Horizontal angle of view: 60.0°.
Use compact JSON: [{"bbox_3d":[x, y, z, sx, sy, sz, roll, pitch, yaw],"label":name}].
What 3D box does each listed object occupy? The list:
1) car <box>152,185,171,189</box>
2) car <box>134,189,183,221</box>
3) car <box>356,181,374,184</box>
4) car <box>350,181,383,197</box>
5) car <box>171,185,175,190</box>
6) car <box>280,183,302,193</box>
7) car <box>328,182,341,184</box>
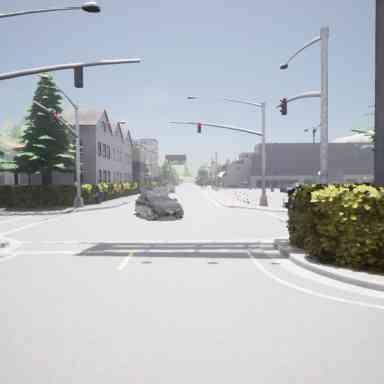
[{"bbox_3d":[-3.822,0.119,38.363,1.882,1.535,5.008,-1,2,0],"label":"car"},{"bbox_3d":[-2.215,0.822,20.636,1.837,1.490,4.892,-4,4,-26],"label":"car"},{"bbox_3d":[18.922,-0.184,34.310,1.905,1.878,3.866,-1,2,-1],"label":"car"},{"bbox_3d":[22.145,-0.472,42.199,1.932,1.855,4.605,-1,2,-1],"label":"car"},{"bbox_3d":[-3.883,-0.535,57.588,2.128,1.511,4.902,-1,2,0],"label":"car"},{"bbox_3d":[15.125,-0.545,52.157,2.007,1.523,4.514,-1,2,-1],"label":"car"},{"bbox_3d":[25.143,-1.052,59.598,2.152,1.636,5.027,-1,2,-1],"label":"car"}]
